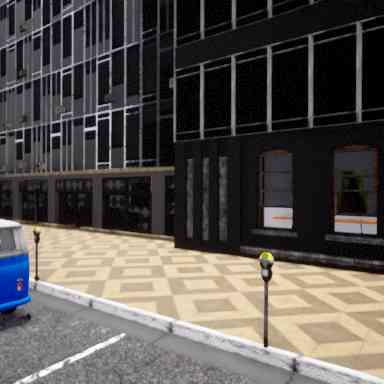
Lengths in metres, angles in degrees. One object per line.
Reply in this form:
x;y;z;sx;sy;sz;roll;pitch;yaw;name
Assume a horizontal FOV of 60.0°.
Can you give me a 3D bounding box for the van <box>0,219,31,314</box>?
-4.728;1.338;6.260;3.998;1.788;1.690;0;0;36;van
